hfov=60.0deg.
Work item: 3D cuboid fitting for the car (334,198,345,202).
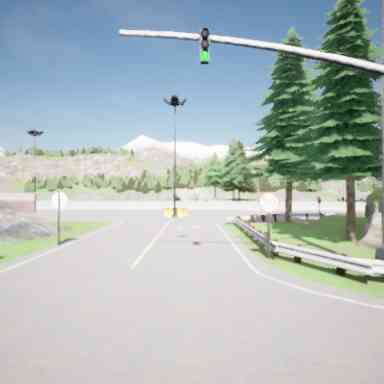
[{"bbox_3d":[29.467,2.077,61.634,4.718,1.301,1.895,0,0,0],"label":"car"}]

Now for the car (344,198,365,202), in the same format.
[{"bbox_3d":[29.585,2.027,58.163,4.181,1.385,1.994,0,0,1],"label":"car"}]
